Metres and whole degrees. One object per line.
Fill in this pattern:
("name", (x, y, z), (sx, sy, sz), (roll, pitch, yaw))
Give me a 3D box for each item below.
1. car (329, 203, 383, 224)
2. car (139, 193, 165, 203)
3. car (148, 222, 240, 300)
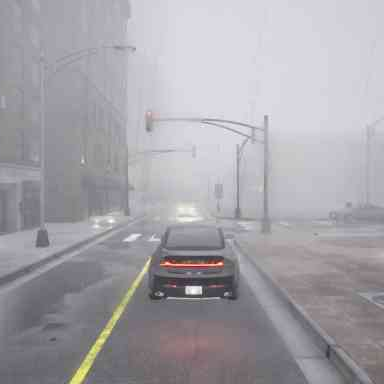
("car", (12.061, 1.512, 23.748), (4.181, 1.385, 1.994), (0, 0, 0))
("car", (-8.402, 1.286, 70.028), (5.566, 2.045, 2.150), (0, 0, 9))
("car", (0.058, 1.504, 8.358), (1.837, 1.490, 4.892), (0, 0, 1))
